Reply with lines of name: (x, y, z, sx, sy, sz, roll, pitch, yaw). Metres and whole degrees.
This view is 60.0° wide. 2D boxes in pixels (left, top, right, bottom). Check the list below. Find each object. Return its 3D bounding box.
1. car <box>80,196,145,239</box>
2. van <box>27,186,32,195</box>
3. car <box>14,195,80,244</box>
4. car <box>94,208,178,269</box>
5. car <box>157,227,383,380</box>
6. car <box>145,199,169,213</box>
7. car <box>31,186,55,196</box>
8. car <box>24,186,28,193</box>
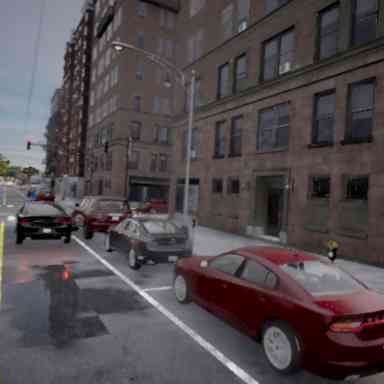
car: (-4.304, 1.091, 15.724, 2.192, 1.841, 5.009, 3, 0, -29)
van: (-22.780, 0.102, 48.988, 1.690, 1.788, 3.998, 3, 0, -29)
car: (-6.253, 1.138, 13.840, 1.882, 1.535, 5.008, 3, 0, -29)
car: (-1.552, 1.478, 10.762, 2.008, 1.369, 4.403, 3, 0, -29)
car: (1.213, 1.624, 5.800, 1.887, 1.381, 4.507, 3, 0, -29)
car: (-2.723, 1.384, 30.063, 4.674, 1.442, 1.812, 3, 0, -33)
car: (-17.414, 0.371, 39.380, 2.192, 1.841, 5.009, 3, 0, -29)
car: (-25.460, -0.072, 53.792, 2.192, 1.841, 5.009, 3, 0, -29)
